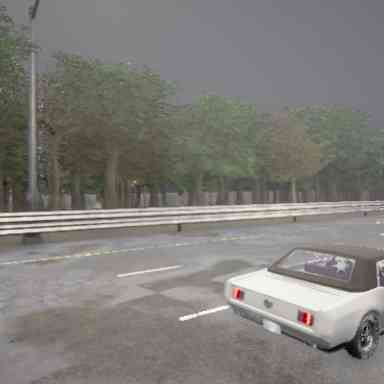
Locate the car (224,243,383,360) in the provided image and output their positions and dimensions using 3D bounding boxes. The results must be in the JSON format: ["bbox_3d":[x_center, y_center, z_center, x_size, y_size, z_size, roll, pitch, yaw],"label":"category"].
[{"bbox_3d":[2.930,1.600,5.957,4.718,1.301,1.895,0,0,-36],"label":"car"}]
